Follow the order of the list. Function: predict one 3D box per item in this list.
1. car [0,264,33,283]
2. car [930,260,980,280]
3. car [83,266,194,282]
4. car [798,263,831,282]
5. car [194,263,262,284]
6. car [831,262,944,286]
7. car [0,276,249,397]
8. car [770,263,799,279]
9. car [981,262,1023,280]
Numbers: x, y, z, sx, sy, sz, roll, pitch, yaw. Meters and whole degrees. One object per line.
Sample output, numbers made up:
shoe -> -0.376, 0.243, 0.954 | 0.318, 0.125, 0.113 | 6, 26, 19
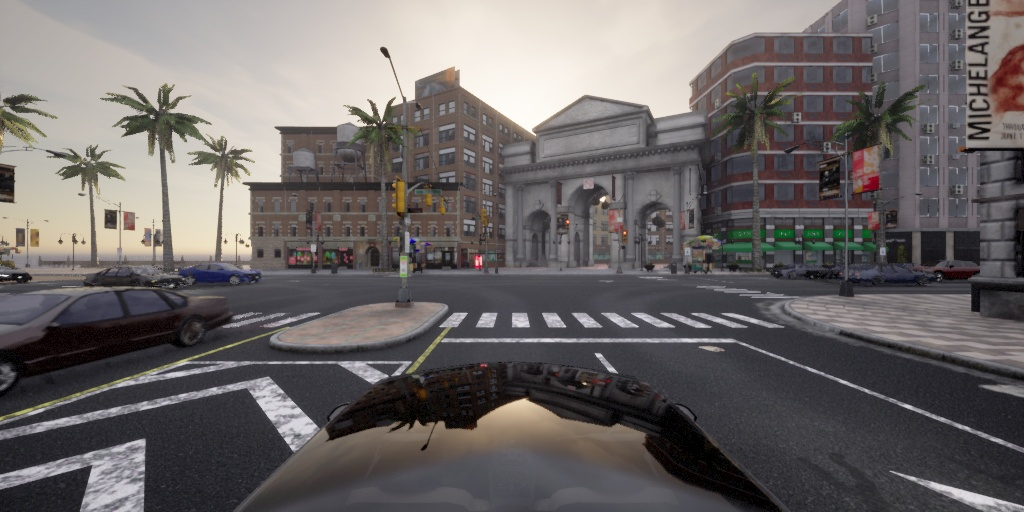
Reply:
car -> -37.116, 1.255, 25.307 | 4.892, 1.490, 1.837 | 0, 0, 0
car -> 34.060, 1.102, 28.372 | 4.553, 1.767, 2.097 | 0, 0, 2
car -> -22.130, 1.298, 21.061 | 5.357, 1.411, 2.033 | 0, 0, 10
car -> 26.105, 1.351, 28.525 | 4.718, 1.301, 1.895 | 0, 0, 1
car -> -20.384, 1.227, 25.182 | 5.008, 1.535, 1.882 | 0, 0, 0
car -> 25.840, 1.297, 24.838 | 5.357, 1.411, 2.033 | 0, 0, 0
car -> -7.961, 1.297, 6.581 | 2.033, 1.411, 5.357 | 0, 0, 2
car -> 25.589, 1.314, 32.013 | 4.181, 1.385, 1.994 | 0, 0, 1
car -> 44.745, 1.255, 31.199 | 4.892, 1.490, 1.837 | 0, 0, 8
